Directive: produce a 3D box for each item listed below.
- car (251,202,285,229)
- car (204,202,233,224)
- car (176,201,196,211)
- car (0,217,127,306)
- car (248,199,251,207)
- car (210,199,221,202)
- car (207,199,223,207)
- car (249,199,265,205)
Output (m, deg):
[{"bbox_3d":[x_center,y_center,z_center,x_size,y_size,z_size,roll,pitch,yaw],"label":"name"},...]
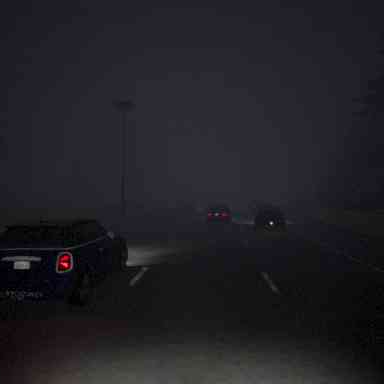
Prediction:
[{"bbox_3d":[5.403,1.701,23.482,1.837,1.490,4.892,-1,0,8],"label":"car"},{"bbox_3d":[2.285,1.770,27.290,2.033,1.411,5.357,0,-1,10],"label":"car"},{"bbox_3d":[-0.807,1.940,46.672,1.994,1.385,4.181,0,-1,15],"label":"car"},{"bbox_3d":[-3.107,1.418,8.382,2.097,1.767,4.553,0,-1,3],"label":"car"},{"bbox_3d":[11.923,2.052,63.974,1.812,1.442,4.674,0,-1,21],"label":"car"},{"bbox_3d":[3.074,1.990,47.861,1.895,1.301,4.718,0,-1,15],"label":"car"},{"bbox_3d":[4.556,2.085,64.126,1.994,1.385,4.181,0,-1,20],"label":"car"},{"bbox_3d":[8.799,1.895,42.107,2.033,1.411,5.357,0,0,14],"label":"car"}]
